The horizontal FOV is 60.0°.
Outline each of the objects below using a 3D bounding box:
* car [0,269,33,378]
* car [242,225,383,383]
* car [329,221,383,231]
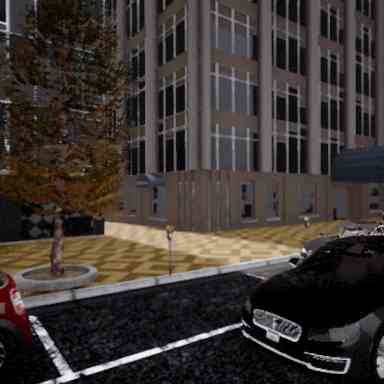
[{"bbox_3d":[-4.107,1.432,3.644,4.097,1.590,1.967,0,-1,-35],"label":"car"},{"bbox_3d":[2.968,1.536,5.488,4.892,1.490,1.837,0,0,-35],"label":"car"},{"bbox_3d":[5.156,1.608,10.231,4.403,1.369,2.008,0,-1,-35],"label":"car"}]
